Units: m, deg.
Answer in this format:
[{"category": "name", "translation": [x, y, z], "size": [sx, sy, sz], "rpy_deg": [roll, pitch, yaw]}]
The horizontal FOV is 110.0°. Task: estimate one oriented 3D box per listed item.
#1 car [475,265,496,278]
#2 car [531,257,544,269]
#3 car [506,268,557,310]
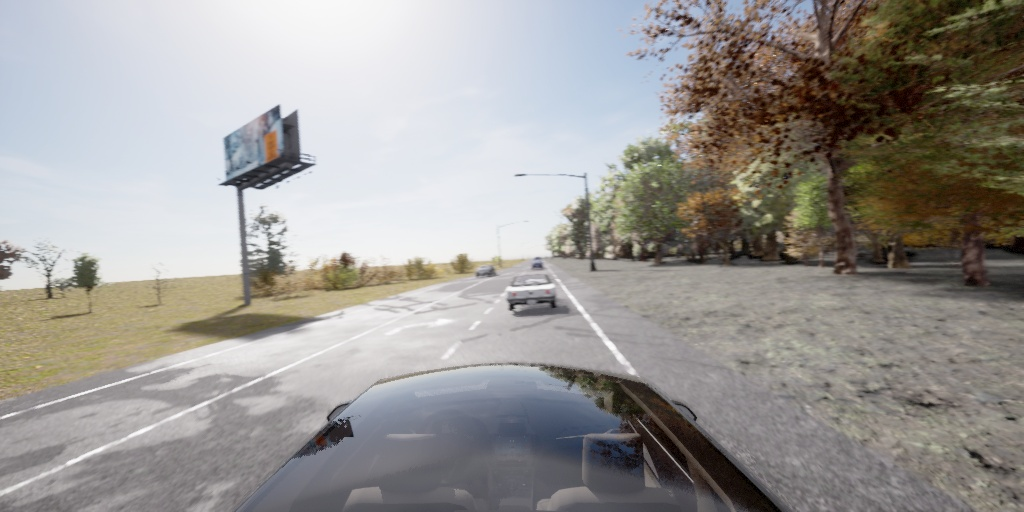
[{"category": "car", "translation": [-3.258, 1.868, 45.093], "size": [2.128, 1.511, 4.902], "rpy_deg": [-5, 0, 9]}, {"category": "car", "translation": [4.153, 1.408, 58.596], "size": [1.812, 1.442, 4.674], "rpy_deg": [-5, 0, 4]}, {"category": "car", "translation": [0.866, 1.395, 15.289], "size": [1.895, 1.301, 4.718], "rpy_deg": [-5, 0, 4]}]
